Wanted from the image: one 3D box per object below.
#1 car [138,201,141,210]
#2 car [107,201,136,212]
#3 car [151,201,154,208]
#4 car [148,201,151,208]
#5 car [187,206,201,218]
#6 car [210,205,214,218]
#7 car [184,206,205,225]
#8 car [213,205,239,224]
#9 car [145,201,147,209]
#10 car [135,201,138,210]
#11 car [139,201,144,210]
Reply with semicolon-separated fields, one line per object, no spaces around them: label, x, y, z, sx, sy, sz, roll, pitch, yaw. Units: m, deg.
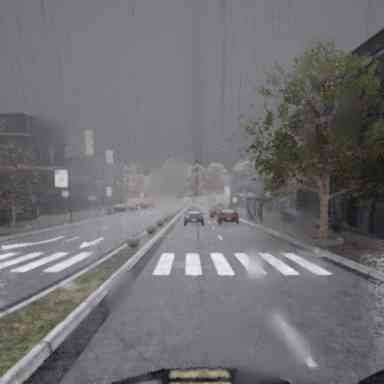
car;-13.729;3.226;69.137;4.792;1.488;2.163;0;-1;-20
car;-13.692;3.050;63.054;4.892;1.521;2.231;0;-1;-20
car;-13.677;3.398;87.419;5.566;2.045;2.435;0;-1;-20
car;-13.653;3.574;84.382;4.892;1.521;2.231;0;-1;-20
car;0.266;2.658;44.803;1.837;1.490;4.892;0;-1;1
car;3.521;2.520;45.162;2.097;1.767;4.553;0;-2;1
car;0.215;2.328;31.290;1.812;1.442;4.674;0;-1;1
car;3.441;2.327;32.847;1.882;1.535;5.008;0;-1;1
car;-13.646;3.297;78.301;4.553;1.767;2.185;0;-1;-20
car;-13.737;2.997;66.099;4.553;1.767;2.185;0;-2;-20
car;-13.868;3.269;72.133;5.366;1.575;1.946;0;-1;-20
